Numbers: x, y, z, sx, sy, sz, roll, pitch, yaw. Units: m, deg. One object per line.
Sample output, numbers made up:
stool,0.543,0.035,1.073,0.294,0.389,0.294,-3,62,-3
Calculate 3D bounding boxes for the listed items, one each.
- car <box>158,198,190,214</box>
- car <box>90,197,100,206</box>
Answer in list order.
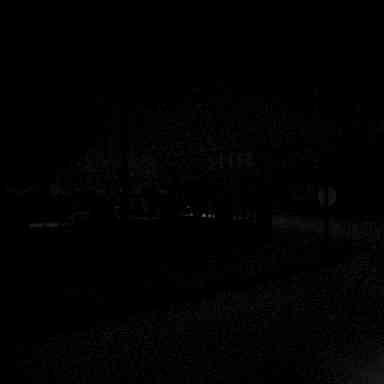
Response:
car,-2.074,1.316,32.048,1.837,1.490,4.892,-1,1,-35
car,-15.274,1.358,50.741,2.033,1.411,5.357,-1,0,-35
